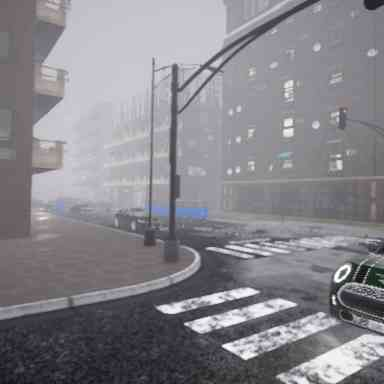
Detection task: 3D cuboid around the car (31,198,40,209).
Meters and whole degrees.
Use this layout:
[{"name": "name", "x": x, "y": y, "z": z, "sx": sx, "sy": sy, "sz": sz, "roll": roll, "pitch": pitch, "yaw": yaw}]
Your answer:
[{"name": "car", "x": -22.540, "y": 1.720, "z": 48.472, "sx": 1.947, "sy": 1.339, "sz": 4.313, "roll": 2, "pitch": -1, "yaw": -35}]

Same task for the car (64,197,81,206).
[{"name": "car", "x": -22.409, "y": 1.798, "z": 62.157, "sx": 1.967, "sy": 1.590, "sz": 4.097, "roll": 2, "pitch": -1, "yaw": -35}]

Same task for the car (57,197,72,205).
[{"name": "car", "x": -25.587, "y": 1.808, "z": 66.761, "sx": 1.967, "sy": 1.590, "sz": 4.097, "roll": 2, "pitch": -1, "yaw": -35}]

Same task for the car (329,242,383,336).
[{"name": "car", "x": 4.601, "y": 1.432, "z": 6.231, "sx": 4.553, "sy": 1.767, "sz": 2.097, "roll": 1, "pitch": 0, "yaw": -36}]

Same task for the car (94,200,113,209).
[{"name": "car", "x": -12.878, "y": 1.873, "z": 48.343, "sx": 1.887, "sy": 1.381, "sz": 4.507, "roll": 2, "pitch": -1, "yaw": -35}]

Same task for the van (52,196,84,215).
[{"name": "van", "x": -13.003, "y": 1.463, "z": 34.663, "sx": 1.690, "sy": 1.788, "sz": 3.998, "roll": 2, "pitch": -1, "yaw": -35}]

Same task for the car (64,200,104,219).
[{"name": "car", "x": -9.829, "y": 1.693, "z": 30.055, "sx": 1.802, "sy": 1.307, "sz": 4.206, "roll": 2, "pitch": -1, "yaw": -35}]

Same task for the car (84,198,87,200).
[{"name": "car", "x": -16.056, "y": 1.920, "z": 52.947, "sx": 1.802, "sy": 1.307, "sz": 4.206, "roll": 2, "pitch": -1, "yaw": -35}]

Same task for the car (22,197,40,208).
[{"name": "car", "x": -25.715, "y": 1.604, "z": 53.078, "sx": 1.967, "sy": 1.590, "sz": 4.097, "roll": 2, "pitch": -1, "yaw": -35}]

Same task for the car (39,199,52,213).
[{"name": "car", "x": -16.184, "y": 1.684, "z": 39.264, "sx": 2.008, "sy": 1.369, "sz": 4.403, "roll": 2, "pitch": -1, "yaw": -35}]

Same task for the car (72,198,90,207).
[{"name": "car", "x": -19.231, "y": 1.789, "z": 57.553, "sx": 1.967, "sy": 1.590, "sz": 4.097, "roll": 2, "pitch": -1, "yaw": -35}]

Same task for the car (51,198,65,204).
[{"name": "car", "x": -28.767, "y": 1.922, "z": 71.364, "sx": 1.887, "sy": 1.381, "sz": 4.507, "roll": 2, "pitch": -1, "yaw": -35}]

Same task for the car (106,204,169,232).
[{"name": "car", "x": -3.473, "y": 1.639, "z": 20.847, "sx": 2.008, "sy": 1.369, "sz": 4.403, "roll": 2, "pitch": -1, "yaw": -35}]

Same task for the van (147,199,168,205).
[{"name": "van", "x": -3.341, "y": 1.637, "z": 34.534, "sx": 1.690, "sy": 1.788, "sz": 3.998, "roll": 2, "pitch": -1, "yaw": -35}]

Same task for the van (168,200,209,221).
[{"name": "van", "x": -0.163, "y": 1.625, "z": 29.929, "sx": 1.690, "sy": 1.788, "sz": 3.998, "roll": 2, "pitch": -1, "yaw": -35}]
